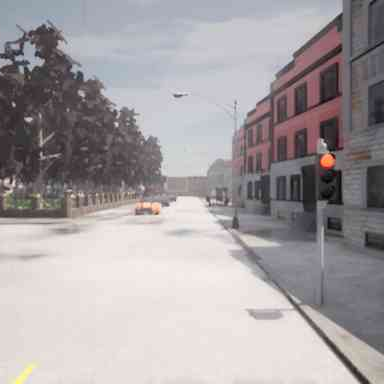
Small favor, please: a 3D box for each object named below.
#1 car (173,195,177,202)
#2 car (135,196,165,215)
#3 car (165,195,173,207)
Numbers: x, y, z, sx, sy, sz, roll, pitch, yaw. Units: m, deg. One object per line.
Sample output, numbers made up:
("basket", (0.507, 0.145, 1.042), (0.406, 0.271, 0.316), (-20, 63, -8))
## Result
("car", (-4.019, 1.271, 67.357), (1.882, 1.535, 5.008), (0, 0, 0))
("car", (-4.103, 1.254, 31.749), (2.097, 1.767, 4.553), (0, 0, 0))
("car", (-4.099, 1.359, 47.394), (1.837, 1.490, 4.892), (0, 0, 0))
